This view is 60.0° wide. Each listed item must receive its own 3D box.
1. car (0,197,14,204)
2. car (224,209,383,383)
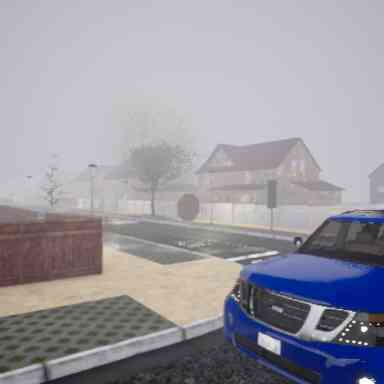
[{"bbox_3d":[-42.837,2.109,77.499,1.994,1.385,4.181,0,0,-37],"label":"car"},{"bbox_3d":[3.072,1.321,5.144,5.566,2.045,2.150,2,-1,-36],"label":"car"}]
